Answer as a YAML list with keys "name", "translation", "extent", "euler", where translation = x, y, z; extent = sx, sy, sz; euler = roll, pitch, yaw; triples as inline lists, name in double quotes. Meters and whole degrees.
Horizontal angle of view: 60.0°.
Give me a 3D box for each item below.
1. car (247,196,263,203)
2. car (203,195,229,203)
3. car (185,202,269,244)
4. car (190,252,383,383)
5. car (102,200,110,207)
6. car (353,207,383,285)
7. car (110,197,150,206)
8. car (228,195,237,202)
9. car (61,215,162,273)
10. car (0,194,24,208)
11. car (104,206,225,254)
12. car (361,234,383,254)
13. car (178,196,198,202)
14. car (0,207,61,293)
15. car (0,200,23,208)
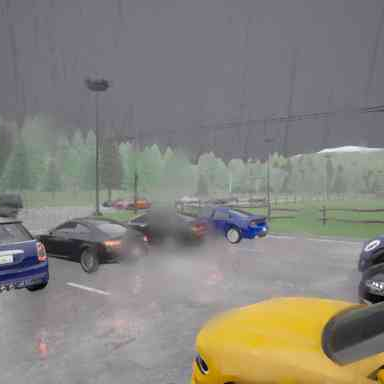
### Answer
- name: "car"
  translation: [12.966, 1.525, 67.814]
  extent: [1.812, 1.442, 4.674]
  euler: [0, 0, 36]
- name: "car"
  translation: [3.775, 1.601, 55.356]
  extent: [1.895, 1.301, 4.718]
  euler: [0, 0, 36]
- name: "car"
  translation: [1.164, 1.478, 15.996]
  extent: [5.008, 1.535, 1.882]
  euler: [0, 0, 36]
- name: "car"
  translation: [2.289, 1.478, 2.362]
  extent: [5.008, 1.535, 1.882]
  euler: [0, 0, 35]
- name: "car"
  translation: [-10.755, 1.563, 47.308]
  extent: [1.994, 1.385, 4.181]
  euler: [0, 0, 36]
- name: "car"
  translation: [6.524, 1.352, 7.937]
  extent: [4.553, 1.767, 2.097]
  euler: [0, 0, 35]
- name: "car"
  translation: [-7.181, 1.352, 40.242]
  extent: [2.097, 1.767, 4.553]
  euler: [0, 0, 35]
- name: "car"
  translation: [8.177, 1.492, 73.116]
  extent: [1.837, 1.490, 4.892]
  euler: [0, 0, 36]
- name: "car"
  translation: [-3.408, 1.526, 10.665]
  extent: [4.674, 1.442, 1.812]
  euler: [0, 0, 36]
- name: "car"
  translation: [-19.914, 1.220, 33.522]
  extent: [2.150, 2.045, 5.566]
  euler: [0, 0, 31]
- name: "car"
  translation: [-1.356, 1.505, 13.502]
  extent: [4.892, 1.490, 1.837]
  euler: [0, 0, 36]
- name: "car"
  translation: [5.069, 1.492, 4.677]
  extent: [4.902, 1.511, 2.128]
  euler: [0, 0, 35]
- name: "car"
  translation: [-0.764, 1.525, 60.985]
  extent: [1.812, 1.442, 4.674]
  euler: [0, 0, 36]
- name: "car"
  translation: [-5.400, 1.352, 7.785]
  extent: [4.553, 1.767, 2.097]
  euler: [0, 0, 36]
- name: "car"
  translation: [-16.055, 1.564, 26.143]
  extent: [1.994, 1.385, 4.181]
  euler: [0, 0, 29]
